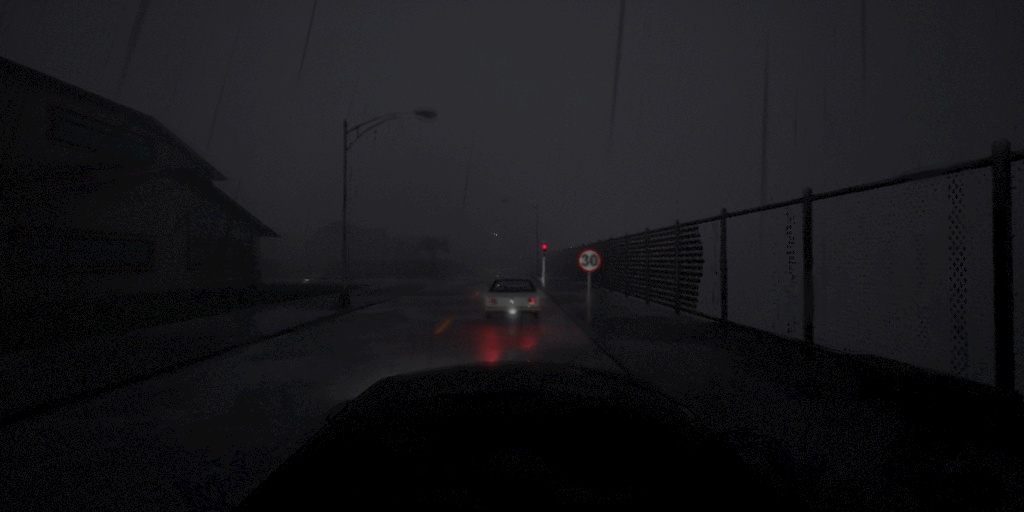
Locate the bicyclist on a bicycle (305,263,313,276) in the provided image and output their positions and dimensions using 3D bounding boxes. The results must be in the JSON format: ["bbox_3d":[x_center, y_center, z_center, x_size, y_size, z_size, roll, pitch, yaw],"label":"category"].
[{"bbox_3d":[-24.063,1.597,42.442,0.582,1.620,1.656,0,0,0],"label":"bicyclist on a bicycle"}]

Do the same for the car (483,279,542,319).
[{"bbox_3d":[0.039,1.495,13.555,1.895,1.301,4.718,0,-1,0],"label":"car"}]
